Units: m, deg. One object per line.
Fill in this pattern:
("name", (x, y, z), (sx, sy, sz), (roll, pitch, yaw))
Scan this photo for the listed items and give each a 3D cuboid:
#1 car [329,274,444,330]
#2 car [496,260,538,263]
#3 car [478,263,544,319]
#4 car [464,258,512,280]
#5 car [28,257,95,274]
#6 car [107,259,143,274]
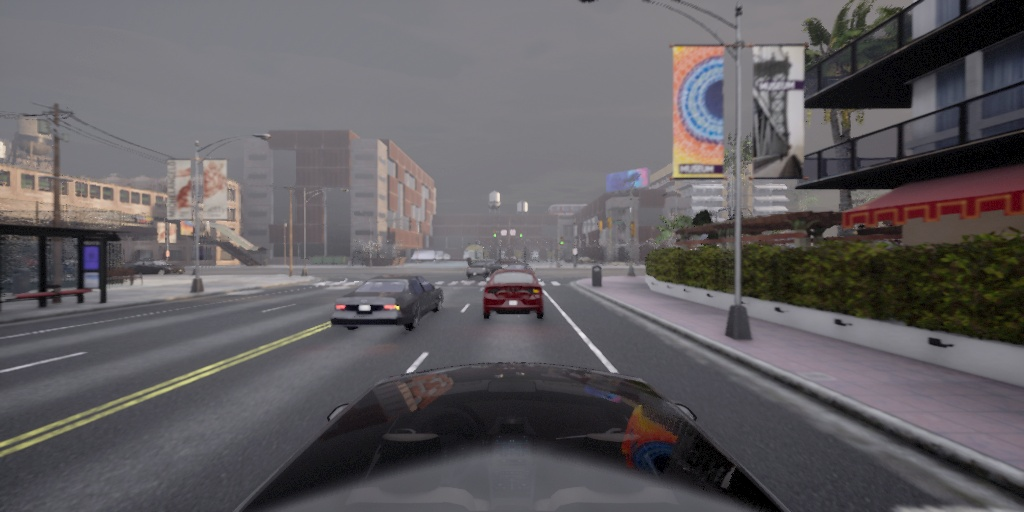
("car", (-3.458, 1.263, 10.982), (2.033, 1.411, 5.357), (0, 0, 1))
("car", (0.569, 1.206, 25.919), (2.033, 1.411, 5.357), (0, 0, 11))
("car", (0.057, 1.187, 12.672), (1.882, 1.535, 5.008), (0, 0, 0))
("car", (-2.032, 1.137, 29.513), (2.128, 1.511, 4.902), (0, 0, 19))
("car", (-45.968, 1.122, 36.979), (4.892, 1.490, 1.837), (0, 0, 1))
("car", (-45.458, 1.094, 40.485), (4.902, 1.511, 2.128), (0, 0, 1))
